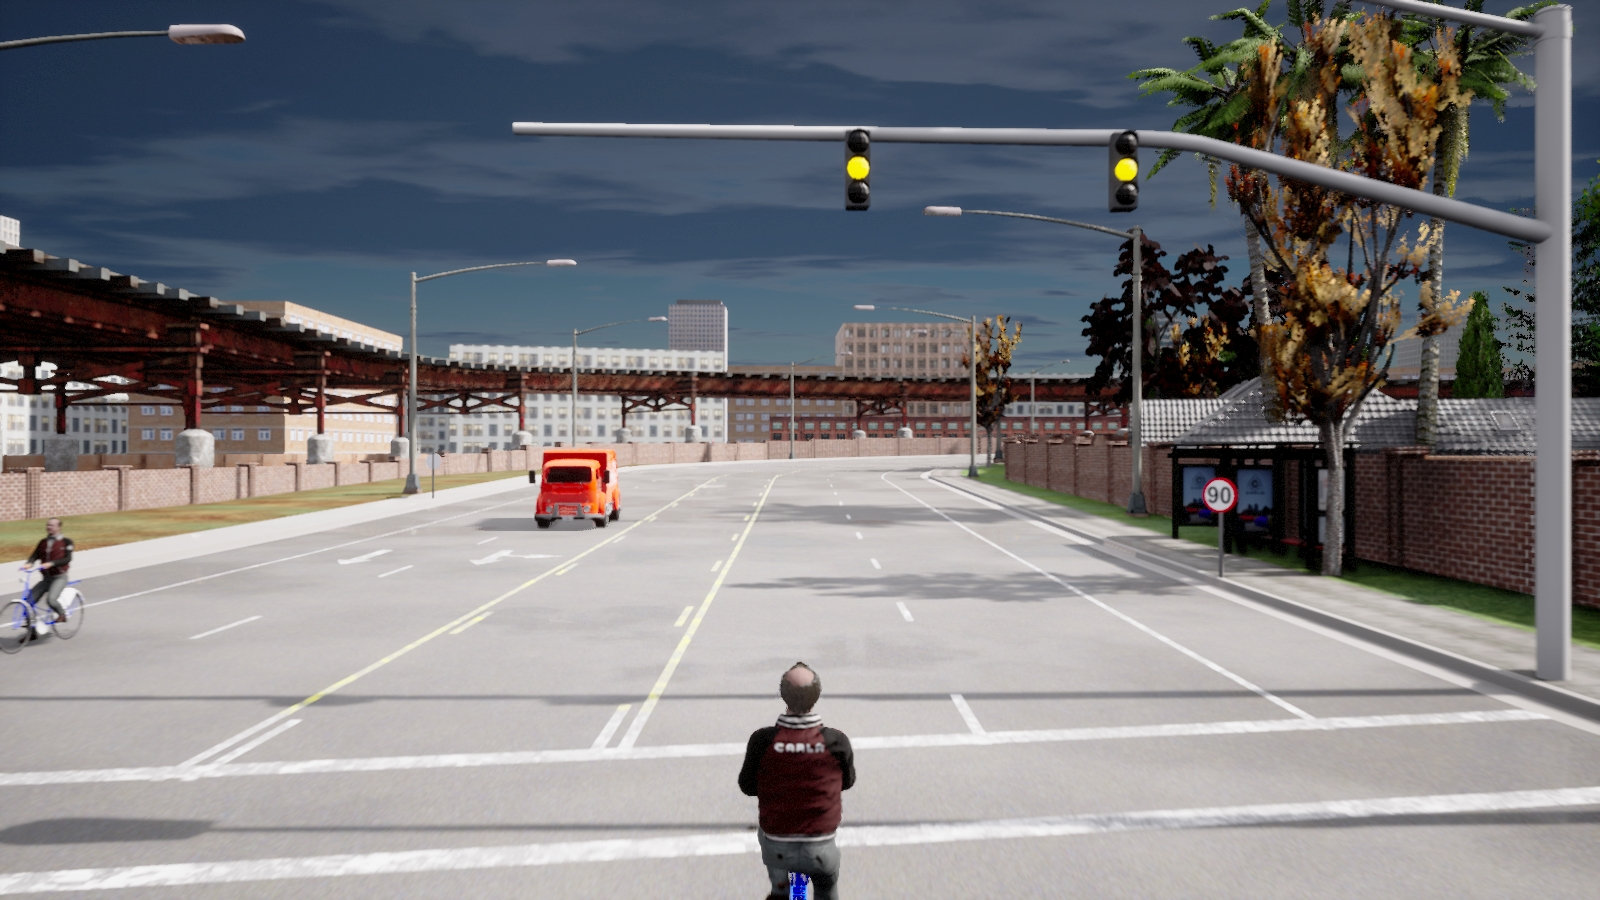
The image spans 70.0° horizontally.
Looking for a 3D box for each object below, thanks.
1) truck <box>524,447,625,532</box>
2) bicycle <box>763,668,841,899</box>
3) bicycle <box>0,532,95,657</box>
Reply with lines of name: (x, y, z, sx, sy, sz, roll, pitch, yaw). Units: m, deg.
truck: (-7.309, 1.198, 37.634, 2.627, 2.467, 5.204, 0, 1, -4)
bicycle: (0.014, 2.020, 5.729, 0.329, 1.496, 1.835, 0, 0, 0)
bicycle: (-10.491, 1.952, 15.831, 0.329, 1.496, 1.835, 0, 0, 0)
